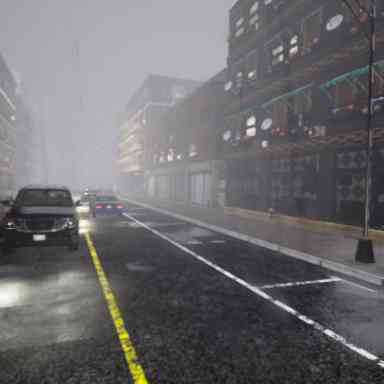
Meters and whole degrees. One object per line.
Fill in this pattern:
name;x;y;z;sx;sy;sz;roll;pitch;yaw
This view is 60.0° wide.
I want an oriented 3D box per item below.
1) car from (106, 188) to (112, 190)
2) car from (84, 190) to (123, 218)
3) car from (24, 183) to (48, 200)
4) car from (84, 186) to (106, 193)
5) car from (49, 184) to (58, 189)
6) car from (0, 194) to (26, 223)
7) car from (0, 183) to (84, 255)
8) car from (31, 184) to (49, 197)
car;-10.858;0.187;43.135;1.752;1.417;4.829;1;1;-21
car;-5.773;0.857;22.048;2.033;1.411;5.357;1;1;-20
car;-18.639;-0.128;40.030;2.192;1.841;5.009;1;1;-21
car;-10.696;0.413;35.161;2.033;1.411;5.357;1;2;-20
car;-36.443;-1.508;87.509;2.008;1.369;4.403;1;1;-21
car;-10.737;0.853;18.936;1.802;1.307;4.206;1;1;-21
car;-5.204;0.795;11.847;2.150;2.045;5.566;1;2;-21
car;-20.620;-0.183;45.307;1.967;1.590;4.097;1;1;-21
